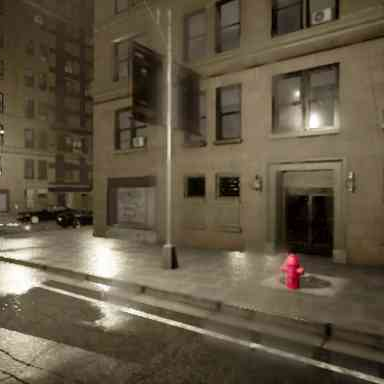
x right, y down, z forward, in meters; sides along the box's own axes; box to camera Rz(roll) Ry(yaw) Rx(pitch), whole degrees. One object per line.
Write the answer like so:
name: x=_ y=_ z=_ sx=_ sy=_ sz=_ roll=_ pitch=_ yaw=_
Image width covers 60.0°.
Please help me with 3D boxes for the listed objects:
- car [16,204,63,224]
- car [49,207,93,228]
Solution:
car: x=-12.718 y=1.879 z=29.236 sx=1.882 sy=1.535 sz=5.008 roll=0 pitch=0 yaw=36
car: x=-8.182 y=1.987 z=25.352 sx=1.947 sy=1.339 sz=4.313 roll=0 pitch=-1 yaw=36
